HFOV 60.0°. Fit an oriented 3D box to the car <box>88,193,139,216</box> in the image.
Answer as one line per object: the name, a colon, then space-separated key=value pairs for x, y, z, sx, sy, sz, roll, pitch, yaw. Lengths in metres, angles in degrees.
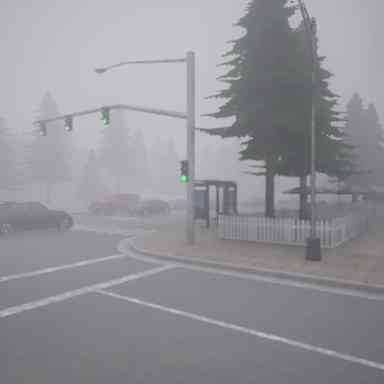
car: x=-7.370 y=1.142 z=32.456 sx=2.150 sy=2.045 sz=5.566 roll=0 pitch=0 yaw=36

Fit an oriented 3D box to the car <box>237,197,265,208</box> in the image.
car: x=8.719 y=1.430 z=46.669 sx=4.892 sy=1.490 sz=1.837 roll=0 pitch=0 yaw=-41

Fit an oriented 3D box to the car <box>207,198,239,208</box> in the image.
car: x=4.488 y=1.522 z=47.518 sx=4.718 sy=1.301 sz=1.895 roll=0 pitch=0 yaw=-45

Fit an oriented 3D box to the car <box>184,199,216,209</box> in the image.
car: x=1.786 y=1.471 z=39.080 sx=2.033 sy=1.411 sz=5.357 roll=0 pitch=0 yaw=37

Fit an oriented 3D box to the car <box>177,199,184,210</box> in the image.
car: x=-1.784 y=1.484 z=39.949 sx=1.994 sy=1.385 sz=4.181 roll=0 pitch=0 yaw=38

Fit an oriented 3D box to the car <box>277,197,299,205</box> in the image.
car: x=16.807 y=1.526 z=56.460 sx=4.718 sy=1.301 sz=1.895 roll=0 pitch=0 yaw=-26

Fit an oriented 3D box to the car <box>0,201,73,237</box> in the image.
car: x=-8.822 y=1.289 z=18.078 sx=2.097 sy=1.767 sz=4.553 roll=0 pitch=0 yaw=36

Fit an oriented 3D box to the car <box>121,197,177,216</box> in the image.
car: x=-3.945 y=1.428 z=31.197 sx=1.837 sy=1.490 sz=4.892 roll=0 pitch=0 yaw=36
